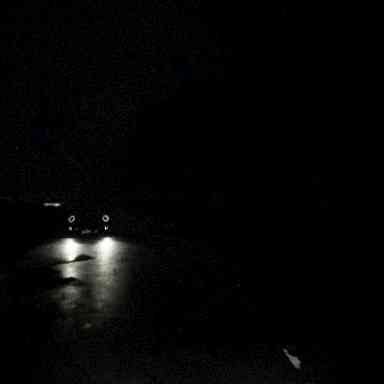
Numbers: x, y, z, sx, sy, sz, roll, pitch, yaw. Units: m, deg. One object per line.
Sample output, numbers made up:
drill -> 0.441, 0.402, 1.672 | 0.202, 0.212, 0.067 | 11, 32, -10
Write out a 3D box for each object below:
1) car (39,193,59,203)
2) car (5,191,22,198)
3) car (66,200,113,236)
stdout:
car -> -23.824, 0.923, 55.315 | 2.097, 1.767, 4.553 | 0, 1, -40
car -> -40.650, 0.615, 75.714 | 4.892, 1.490, 1.837 | 1, 0, 33
car -> -5.381, 1.272, 17.832 | 2.097, 1.767, 4.553 | 0, 0, -13
